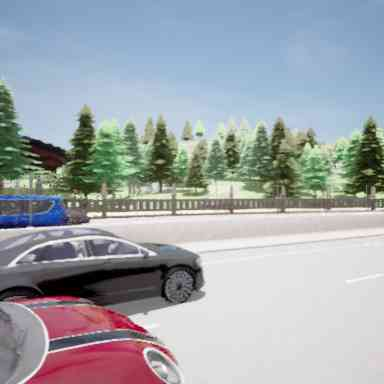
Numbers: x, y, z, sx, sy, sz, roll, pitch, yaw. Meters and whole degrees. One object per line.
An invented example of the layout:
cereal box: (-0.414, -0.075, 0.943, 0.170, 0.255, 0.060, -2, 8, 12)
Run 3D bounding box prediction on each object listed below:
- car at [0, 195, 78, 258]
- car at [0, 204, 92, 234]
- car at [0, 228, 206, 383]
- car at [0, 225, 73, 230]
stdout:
car: (-7.142, 1.144, 11.691, 5.566, 2.045, 2.150, 1, 0, -34)
car: (-8.705, 1.443, 19.050, 5.357, 1.411, 2.033, 0, 0, -33)
car: (-2.180, 1.329, 2.056, 4.553, 1.767, 2.097, 0, 0, -36)
car: (-1.967, 1.461, 6.461, 4.902, 1.511, 2.128, 0, 0, -34)
